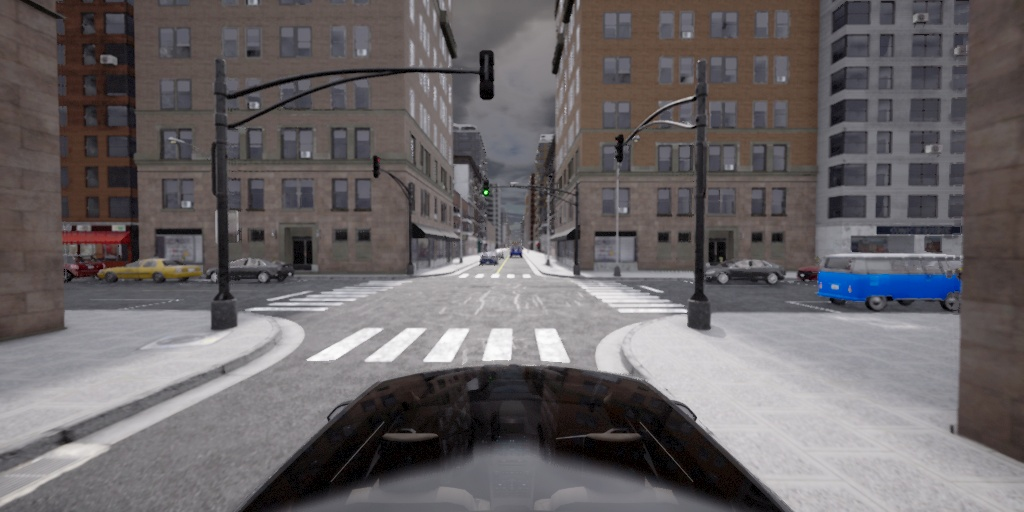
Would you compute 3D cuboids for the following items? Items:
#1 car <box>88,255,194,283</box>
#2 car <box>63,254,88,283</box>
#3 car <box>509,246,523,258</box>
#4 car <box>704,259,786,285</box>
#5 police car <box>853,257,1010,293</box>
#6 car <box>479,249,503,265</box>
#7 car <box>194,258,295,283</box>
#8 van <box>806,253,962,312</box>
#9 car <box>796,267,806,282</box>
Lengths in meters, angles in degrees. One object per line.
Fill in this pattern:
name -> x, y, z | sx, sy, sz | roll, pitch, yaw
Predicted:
car -> -20.279, 0.734, 20.147 | 4.829, 1.417, 1.751 | 0, 0, 1
car -> -25.626, 0.638, 20.217 | 4.097, 1.591, 1.967 | 0, 0, 1
car -> 0.691, -0.751, 60.478 | 2.150, 2.045, 5.566 | 0, 2, 1
car -> 12.489, 0.813, 19.717 | 4.403, 1.370, 2.007 | 0, 0, 1
police car -> 19.629, 0.841, 16.968 | 4.974, 1.542, 2.038 | 0, 1, 1
car -> -2.405, 0.210, 38.727 | 2.033, 1.411, 5.357 | 0, 2, 1
car -> -14.591, 0.768, 20.073 | 4.403, 1.370, 2.007 | 0, 0, 1
van -> 12.392, 0.789, 11.695 | 3.998, 1.789, 1.690 | 0, 0, 1
car -> 18.170, 0.817, 19.642 | 4.507, 1.381, 1.888 | 0, 0, 1
